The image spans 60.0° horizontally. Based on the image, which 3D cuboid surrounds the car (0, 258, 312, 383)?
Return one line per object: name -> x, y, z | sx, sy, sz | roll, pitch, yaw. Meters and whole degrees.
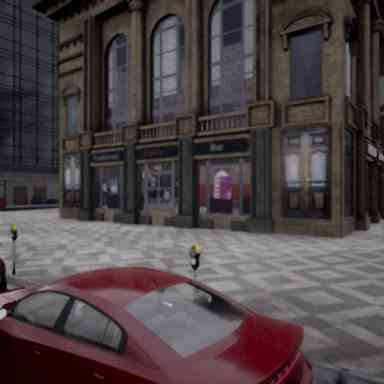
car -> -1.016, 1.559, 3.798 | 4.507, 1.381, 1.887 | 0, 0, 36
